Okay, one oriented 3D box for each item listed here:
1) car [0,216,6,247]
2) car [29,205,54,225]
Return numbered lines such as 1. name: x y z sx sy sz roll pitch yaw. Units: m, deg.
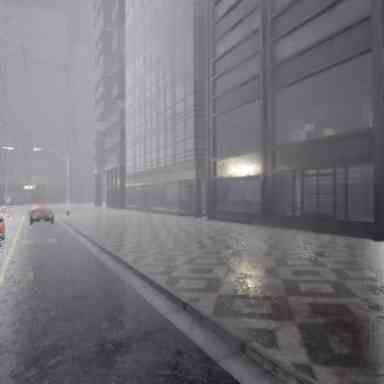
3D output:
1. car: -10.245 1.660 16.020 2.097 1.767 4.553 0 -1 -26
2. car: -13.282 2.109 29.384 1.895 1.301 4.718 0 -1 -26
